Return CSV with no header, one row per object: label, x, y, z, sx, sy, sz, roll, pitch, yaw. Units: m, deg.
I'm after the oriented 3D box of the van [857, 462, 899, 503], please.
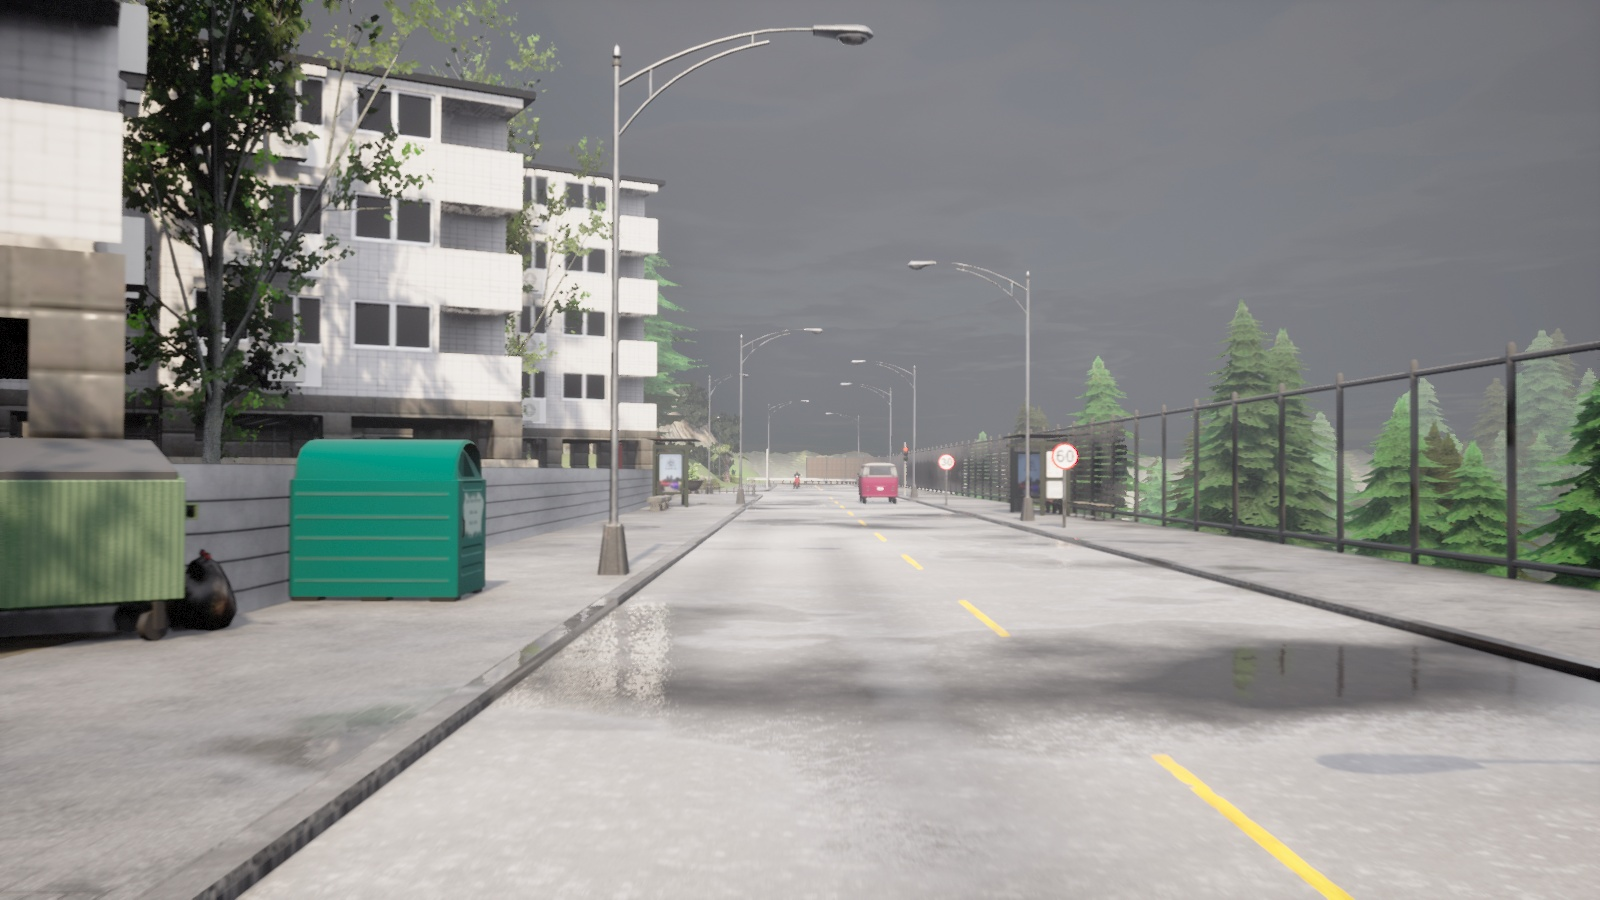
van,3.836,1.594,62.234,1.775,1.987,4.442,0,-1,0
